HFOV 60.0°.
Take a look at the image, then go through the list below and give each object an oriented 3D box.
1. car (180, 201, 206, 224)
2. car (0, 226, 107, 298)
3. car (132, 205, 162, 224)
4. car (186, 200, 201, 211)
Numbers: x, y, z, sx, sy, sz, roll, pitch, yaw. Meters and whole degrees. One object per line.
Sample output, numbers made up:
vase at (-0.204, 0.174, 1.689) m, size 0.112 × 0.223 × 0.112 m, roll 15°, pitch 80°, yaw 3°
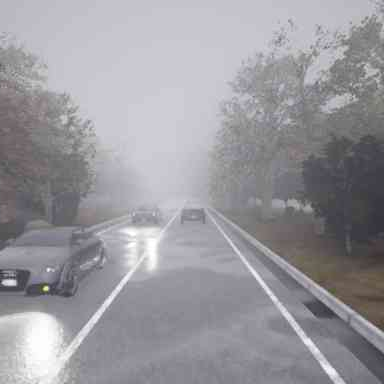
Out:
car at (0.112, 1.604, 26.249) m, size 1.882 × 1.535 × 5.008 m, roll 0°, pitch 0°, yaw 0°
car at (-3.584, 1.604, 8.539) m, size 1.994 × 1.385 × 4.181 m, roll 0°, pitch 0°, yaw 0°
car at (-3.466, 1.725, 26.145) m, size 1.895 × 1.301 × 4.718 m, roll 0°, pitch 0°, yaw 0°
car at (0.151, 1.802, 44.825) m, size 1.895 × 1.301 × 4.718 m, roll 0°, pitch 0°, yaw 0°
